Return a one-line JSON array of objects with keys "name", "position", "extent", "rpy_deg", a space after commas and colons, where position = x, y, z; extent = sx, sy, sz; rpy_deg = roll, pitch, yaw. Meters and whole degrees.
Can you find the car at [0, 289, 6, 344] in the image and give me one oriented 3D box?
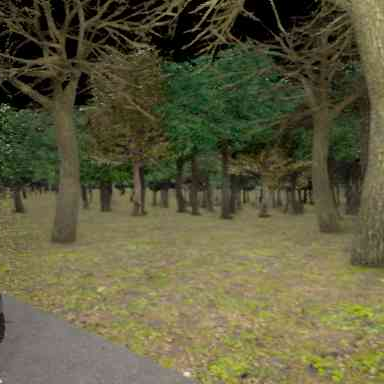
[{"name": "car", "position": [-4.629, 1.563, 5.180], "extent": [4.892, 1.490, 1.837], "rpy_deg": [-1, 0, 40]}]
